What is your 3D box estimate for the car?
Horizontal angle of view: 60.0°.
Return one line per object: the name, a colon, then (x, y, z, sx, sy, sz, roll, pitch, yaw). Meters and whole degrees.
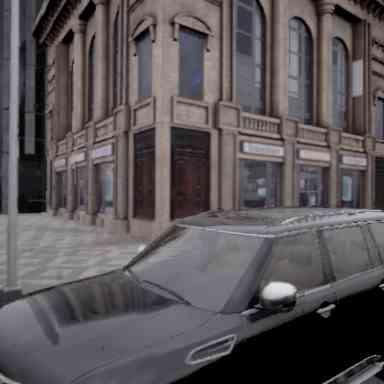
car: (0.676, 1.246, 3.865, 5.566, 2.045, 2.150, 0, 0, -36)
